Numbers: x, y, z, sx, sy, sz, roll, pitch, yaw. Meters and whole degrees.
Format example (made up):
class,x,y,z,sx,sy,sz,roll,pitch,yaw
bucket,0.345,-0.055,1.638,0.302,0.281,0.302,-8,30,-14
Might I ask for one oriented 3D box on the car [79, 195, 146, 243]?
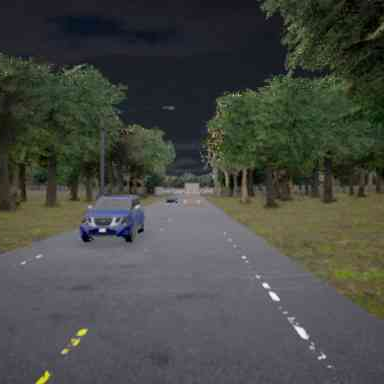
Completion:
class,x,y,z,sx,sy,sz,roll,pitch,yaw
car,-3.600,1.169,16.126,2.150,2.045,5.566,0,0,0

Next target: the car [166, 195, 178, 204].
class,x,y,z,sx,sy,sz,roll,pitch,yaw
car,-3.529,1.299,58.756,2.033,1.411,5.357,0,0,1

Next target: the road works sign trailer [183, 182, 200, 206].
class,x,y,z,sx,sy,sz,roll,pitch,yaw
road works sign trailer,0.002,0.255,51.676,2.380,3.560,2.880,0,0,0
